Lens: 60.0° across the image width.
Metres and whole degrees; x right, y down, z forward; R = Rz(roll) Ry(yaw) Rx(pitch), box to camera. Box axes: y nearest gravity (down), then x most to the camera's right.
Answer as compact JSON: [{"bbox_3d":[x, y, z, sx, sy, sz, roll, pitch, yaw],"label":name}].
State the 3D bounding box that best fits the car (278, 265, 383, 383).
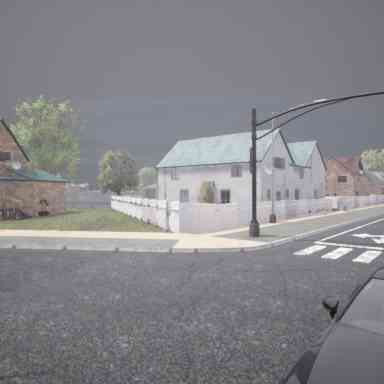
[{"bbox_3d":[2.512,1.524,3.380,1.812,1.442,4.674,0,0,42],"label":"car"}]
